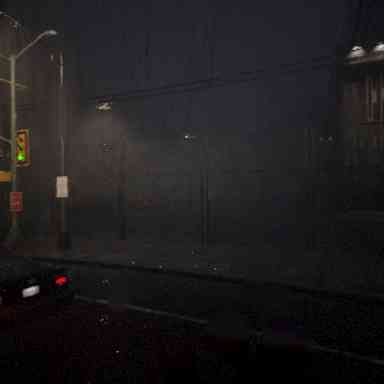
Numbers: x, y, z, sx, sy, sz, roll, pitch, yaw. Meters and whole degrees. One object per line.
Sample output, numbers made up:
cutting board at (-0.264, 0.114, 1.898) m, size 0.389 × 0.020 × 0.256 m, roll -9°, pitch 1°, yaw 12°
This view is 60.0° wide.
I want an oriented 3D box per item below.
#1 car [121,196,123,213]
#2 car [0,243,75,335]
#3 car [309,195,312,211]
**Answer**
car at (-6.005, 1.459, 35.398) m, size 4.193 × 1.474 × 1.816 m, roll -1°, pitch 0°, yaw 23°
car at (-4.717, 1.596, 6.214) m, size 5.357 × 1.411 × 2.033 m, roll -1°, pitch 0°, yaw 26°
car at (10.927, 1.278, 32.257) m, size 4.674 × 1.452 × 2.002 m, roll -1°, pitch 0°, yaw 23°
